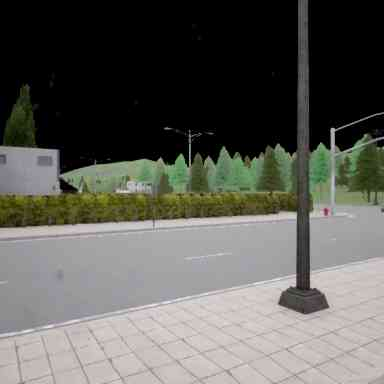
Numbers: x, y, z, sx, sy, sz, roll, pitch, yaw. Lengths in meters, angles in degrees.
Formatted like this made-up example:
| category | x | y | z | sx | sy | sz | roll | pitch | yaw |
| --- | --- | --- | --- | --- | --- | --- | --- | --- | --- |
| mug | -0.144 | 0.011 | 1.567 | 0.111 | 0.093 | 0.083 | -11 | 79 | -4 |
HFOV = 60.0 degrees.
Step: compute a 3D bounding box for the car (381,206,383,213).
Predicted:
| category | x | y | z | sx | sy | sz | roll | pitch | yaw |
| --- | --- | --- | --- | --- | --- | --- | --- | --- | --- |
| car | 20.577 | 1.564 | 31.966 | 1.994 | 1.385 | 4.181 | 0 | 0 | -34 |
